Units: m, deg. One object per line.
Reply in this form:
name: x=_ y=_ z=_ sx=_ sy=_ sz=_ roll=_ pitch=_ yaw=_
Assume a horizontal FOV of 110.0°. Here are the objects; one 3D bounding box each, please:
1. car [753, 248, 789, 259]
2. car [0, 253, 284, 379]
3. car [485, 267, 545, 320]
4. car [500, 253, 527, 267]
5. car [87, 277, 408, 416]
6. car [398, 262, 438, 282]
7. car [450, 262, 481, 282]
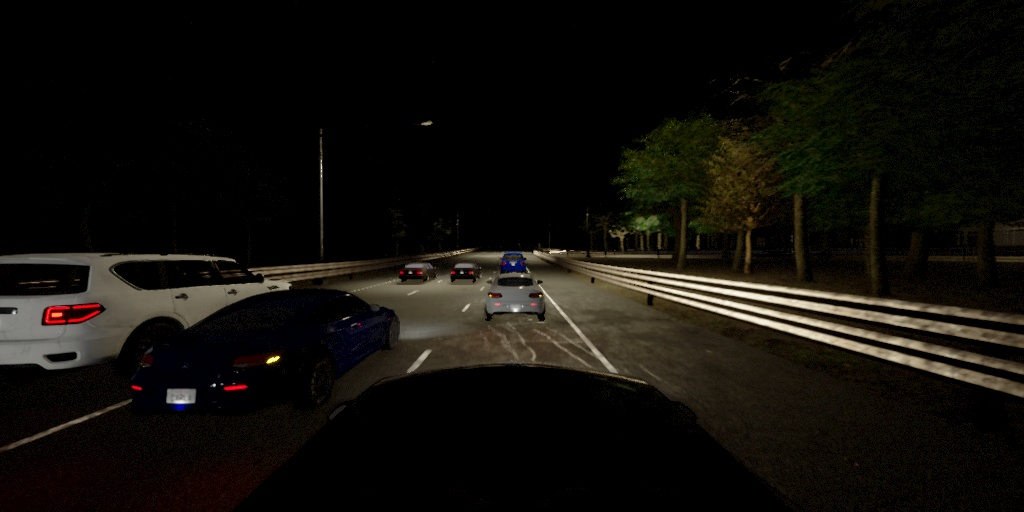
car: x=36.789 y=-0.365 z=50.612 sx=1.812 sy=1.442 sz=4.674 roll=-1 pitch=1 yaw=-38
car: x=-6.899 y=0.966 z=7.431 sx=2.150 sy=2.045 sz=5.566 roll=0 pitch=0 yaw=0
car: x=0.100 y=1.262 z=12.371 sx=1.812 sy=1.442 sz=4.674 roll=0 pitch=0 yaw=0
car: x=0.102 y=0.710 z=31.619 sx=2.150 sy=2.045 sz=5.566 roll=0 pitch=1 yaw=0
car: x=-3.387 y=1.272 z=5.981 sx=1.812 sy=1.442 sz=4.674 roll=0 pitch=0 yaw=0
car: x=-6.899 y=1.138 z=26.846 sx=2.033 sy=1.411 sz=5.357 roll=0 pitch=1 yaw=0
car: x=-3.398 y=1.138 z=26.851 sx=2.033 sy=1.411 sz=5.357 roll=0 pitch=1 yaw=0
